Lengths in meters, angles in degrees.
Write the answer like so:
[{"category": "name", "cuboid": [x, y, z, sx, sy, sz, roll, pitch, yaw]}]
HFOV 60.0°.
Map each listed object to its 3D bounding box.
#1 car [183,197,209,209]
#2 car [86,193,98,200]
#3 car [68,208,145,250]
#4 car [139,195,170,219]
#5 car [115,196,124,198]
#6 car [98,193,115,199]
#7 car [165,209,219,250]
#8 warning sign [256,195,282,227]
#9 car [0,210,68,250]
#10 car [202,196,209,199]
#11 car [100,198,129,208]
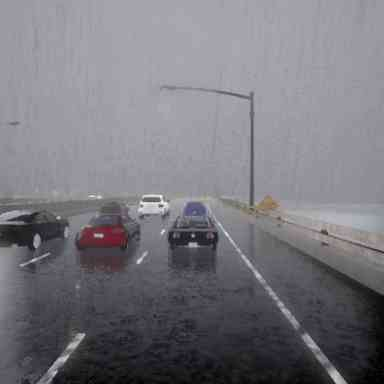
[{"category": "car", "cuboid": [0.253, 1.508, 29.165, 1.882, 1.535, 5.008, 0, 0, 1]}, {"category": "car", "cuboid": [-22.766, 1.322, 77.422, 2.150, 2.045, 5.566, 0, 0, 2]}, {"category": "car", "cuboid": [-3.438, 1.580, 14.300, 1.994, 1.385, 4.181, 0, 0, 0]}, {"category": "car", "cuboid": [-3.246, 1.282, 29.257, 2.150, 2.045, 5.566, 0, 0, 1]}, {"category": "car", "cuboid": [-15.773, 1.688, 77.095, 1.895, 1.301, 4.718, 0, 0, 2]}, {"category": "car", "cuboid": [-19.269, 1.320, 77.259, 2.150, 2.045, 5.566, 0, 0, 2]}, {"category": "car", "cuboid": [0.062, 1.623, 14.301, 1.895, 1.301, 4.718, 0, 0, 0]}, {"category": "warning sign", "cuboid": [4.659, 1.126, 20.290, 1.300, 1.860, 1.060, -1, -1, 1]}, {"category": "car", "cuboid": [-6.937, 1.493, 14.330, 1.882, 1.535, 5.008, 0, 0, 0]}, {"category": "car", "cuboid": [3.094, 1.600, 79.825, 1.882, 1.535, 5.008, 0, 0, 3]}, {"category": "car", "cuboid": [-6.746, 1.541, 29.286, 1.837, 1.490, 4.892, 0, 0, 1]}]
